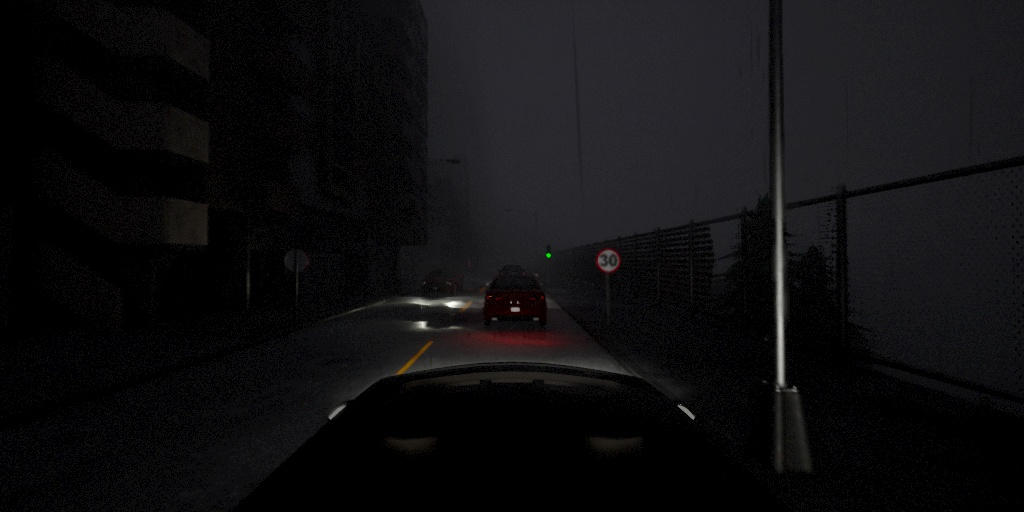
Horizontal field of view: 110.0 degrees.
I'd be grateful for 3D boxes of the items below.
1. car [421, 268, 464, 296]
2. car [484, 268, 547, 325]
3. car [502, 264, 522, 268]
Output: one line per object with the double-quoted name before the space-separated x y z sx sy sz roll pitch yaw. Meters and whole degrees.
"car" -4.055 1.477 21.505 1.882 1.535 5.008 0 -1 0
"car" 0.094 1.363 12.480 1.882 1.535 5.008 0 -1 0
"car" -0.055 1.425 27.331 2.097 1.767 4.553 0 -1 -3
